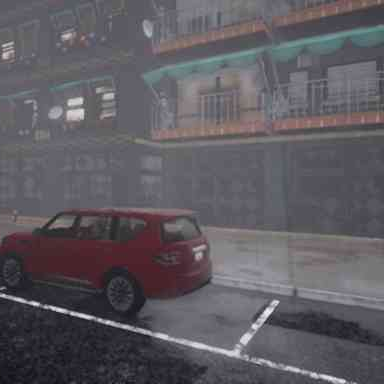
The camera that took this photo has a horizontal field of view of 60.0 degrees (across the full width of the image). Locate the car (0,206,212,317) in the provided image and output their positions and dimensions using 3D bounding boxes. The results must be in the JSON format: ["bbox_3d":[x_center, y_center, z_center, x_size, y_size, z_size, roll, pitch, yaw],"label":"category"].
[{"bbox_3d":[-1.995,1.224,7.207,5.009,1.841,2.192,1,0,28],"label":"car"}]
